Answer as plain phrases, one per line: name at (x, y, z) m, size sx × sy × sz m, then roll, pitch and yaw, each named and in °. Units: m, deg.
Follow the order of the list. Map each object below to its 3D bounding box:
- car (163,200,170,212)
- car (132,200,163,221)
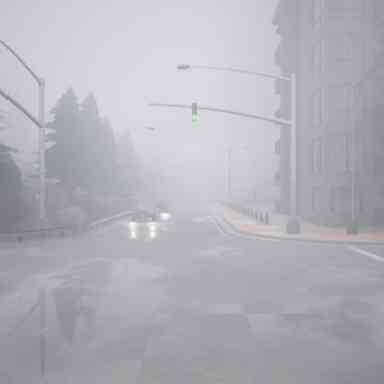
car at (-3.665, 1.606, 38.436) m, size 1.895 × 1.301 × 4.718 m, roll 0°, pitch 0°, yaw 1°
car at (-3.749, 1.537, 27.553) m, size 1.812 × 1.442 × 4.674 m, roll 0°, pitch 0°, yaw 0°
